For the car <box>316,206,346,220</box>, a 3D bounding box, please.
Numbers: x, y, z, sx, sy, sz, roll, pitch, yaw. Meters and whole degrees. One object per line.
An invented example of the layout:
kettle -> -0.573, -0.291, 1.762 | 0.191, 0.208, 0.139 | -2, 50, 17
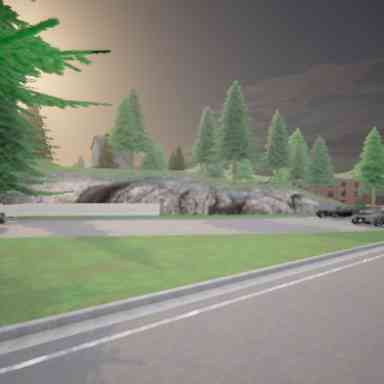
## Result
car -> 14.716, 2.051, 33.496 | 4.718, 1.301, 1.895 | 1, -1, -27

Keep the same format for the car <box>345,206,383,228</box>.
car -> 14.278, 1.929, 25.521 | 4.181, 1.385, 1.994 | 1, -1, -26

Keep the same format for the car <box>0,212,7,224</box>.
car -> -14.282, 1.630, 20.899 | 4.674, 1.442, 1.812 | 1, -1, -21
